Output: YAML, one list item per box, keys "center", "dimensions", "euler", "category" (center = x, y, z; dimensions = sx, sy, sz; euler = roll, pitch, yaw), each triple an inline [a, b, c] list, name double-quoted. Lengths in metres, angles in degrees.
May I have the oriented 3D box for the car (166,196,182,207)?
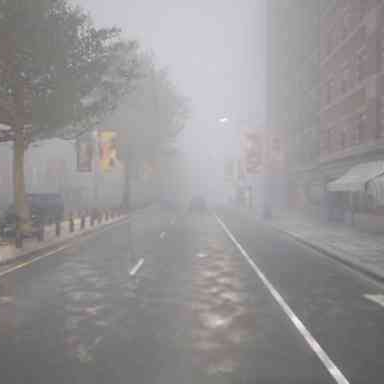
- center: [-2.748, 1.431, 51.100]
  dimensions: [2.033, 1.411, 5.357]
  euler: [0, 0, 1]
  category: "car"

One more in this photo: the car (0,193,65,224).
- center: [-11.243, 1.127, 24.313]
  dimensions: [2.150, 2.045, 5.566]
  euler: [0, 0, 1]
  category: "car"

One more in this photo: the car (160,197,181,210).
- center: [-2.810, 1.381, 41.293]
  dimensions: [1.882, 1.535, 5.008]
  euler: [0, 0, 1]
  category: "car"

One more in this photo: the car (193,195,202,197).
- center: [0.798, 1.256, 47.825]
  dimensions: [2.097, 1.767, 4.553]
  euler: [0, 0, 1]
  category: "car"

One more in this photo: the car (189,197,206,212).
- center: [0.647, 1.526, 37.814]
  dimensions: [1.895, 1.301, 4.718]
  euler: [0, 0, 1]
  category: "car"
